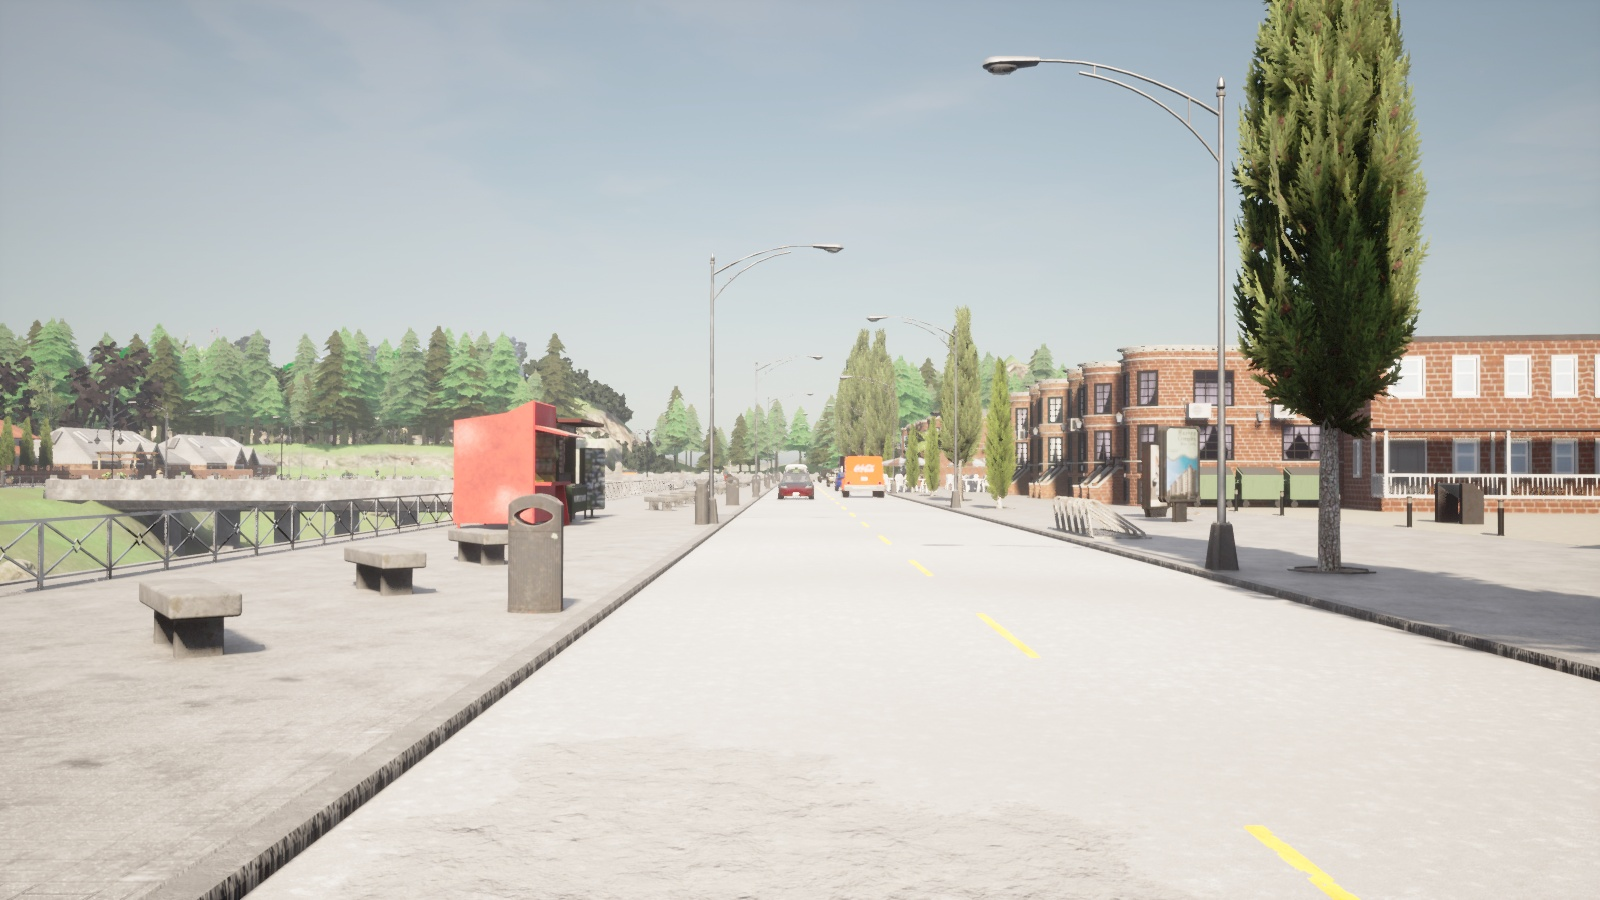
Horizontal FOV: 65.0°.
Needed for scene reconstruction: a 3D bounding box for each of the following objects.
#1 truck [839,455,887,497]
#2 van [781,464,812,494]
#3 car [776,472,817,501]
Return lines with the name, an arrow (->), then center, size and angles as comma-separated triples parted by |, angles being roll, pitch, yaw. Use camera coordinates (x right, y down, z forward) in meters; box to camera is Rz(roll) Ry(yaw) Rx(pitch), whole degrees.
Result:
truck -> 3.786, 1.592, 76.366 | 2.627, 2.467, 5.204 | 0, -1, 0
van -> -0.242, 1.998, 87.106 | 2.069, 2.038, 4.480 | 0, -1, 0
car -> -0.191, 1.970, 68.956 | 2.163, 1.488, 4.792 | 0, -1, 0
